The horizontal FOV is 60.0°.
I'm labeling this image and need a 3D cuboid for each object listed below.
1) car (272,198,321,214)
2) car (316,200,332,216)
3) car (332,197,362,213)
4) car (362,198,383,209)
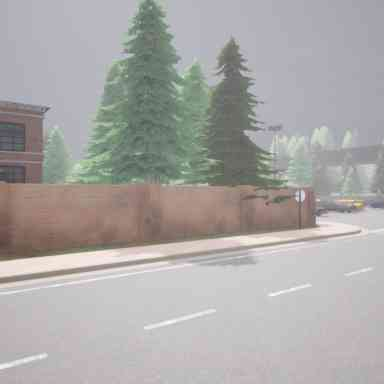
[{"bbox_3d":[11.417,1.488,36.593,2.128,1.511,4.902,0,0,-36],"label":"car"},{"bbox_3d":[10.284,1.544,32.116,2.033,1.411,5.357,0,0,-34],"label":"car"},{"bbox_3d":[15.450,1.543,36.959,2.033,1.411,5.357,0,0,-35],"label":"car"},{"bbox_3d":[24.633,1.472,42.505,1.882,1.535,5.008,0,0,-35],"label":"car"}]
